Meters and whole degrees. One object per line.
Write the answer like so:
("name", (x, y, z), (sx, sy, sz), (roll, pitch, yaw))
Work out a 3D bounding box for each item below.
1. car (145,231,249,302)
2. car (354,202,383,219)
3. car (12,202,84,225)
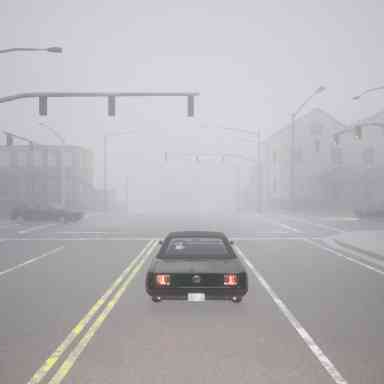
("car", (0.104, 1.601, 8.193), (1.895, 1.301, 4.718), (0, 0, 0))
("car", (16.034, 1.564, 28.154), (4.181, 1.385, 1.994), (0, 0, 0))
("car", (-10.231, 1.445, 23.699), (5.008, 1.535, 1.882), (-1, 0, 9))
